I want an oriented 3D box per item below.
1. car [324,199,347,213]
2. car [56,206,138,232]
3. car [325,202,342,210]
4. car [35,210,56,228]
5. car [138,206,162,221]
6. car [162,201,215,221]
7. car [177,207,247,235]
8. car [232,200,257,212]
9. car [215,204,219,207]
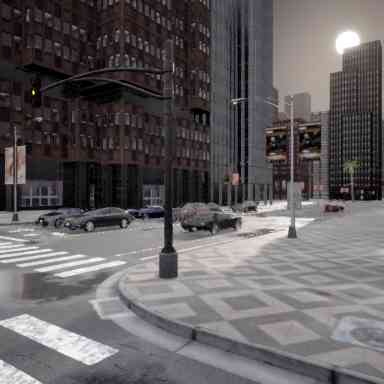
[{"bbox_3d":[21.099,2.276,49.150,1.882,1.535,5.008,0,-1,35],"label":"car"},{"bbox_3d":[-6.158,1.741,22.173,1.837,1.490,4.892,0,-1,35],"label":"car"},{"bbox_3d":[26.787,2.616,62.836,1.895,1.301,4.718,0,-1,35],"label":"car"},{"bbox_3d":[-8.928,1.794,23.882,1.994,1.385,4.181,0,-1,35],"label":"car"},{"bbox_3d":[-3.879,1.957,31.037,1.895,1.301,4.718,0,-1,35],"label":"car"},{"bbox_3d":[-0.210,1.738,30.585,2.097,1.767,4.553,0,-1,35],"label":"car"},{"bbox_3d":[1.416,1.898,21.282,1.895,1.301,4.718,0,-1,35],"label":"car"},{"bbox_3d":[7.456,1.995,47.011,2.097,1.767,4.553,0,-1,37],"label":"car"},{"bbox_3d":[1.539,1.998,38.692,1.837,1.490,4.892,0,-1,35],"label":"car"}]
